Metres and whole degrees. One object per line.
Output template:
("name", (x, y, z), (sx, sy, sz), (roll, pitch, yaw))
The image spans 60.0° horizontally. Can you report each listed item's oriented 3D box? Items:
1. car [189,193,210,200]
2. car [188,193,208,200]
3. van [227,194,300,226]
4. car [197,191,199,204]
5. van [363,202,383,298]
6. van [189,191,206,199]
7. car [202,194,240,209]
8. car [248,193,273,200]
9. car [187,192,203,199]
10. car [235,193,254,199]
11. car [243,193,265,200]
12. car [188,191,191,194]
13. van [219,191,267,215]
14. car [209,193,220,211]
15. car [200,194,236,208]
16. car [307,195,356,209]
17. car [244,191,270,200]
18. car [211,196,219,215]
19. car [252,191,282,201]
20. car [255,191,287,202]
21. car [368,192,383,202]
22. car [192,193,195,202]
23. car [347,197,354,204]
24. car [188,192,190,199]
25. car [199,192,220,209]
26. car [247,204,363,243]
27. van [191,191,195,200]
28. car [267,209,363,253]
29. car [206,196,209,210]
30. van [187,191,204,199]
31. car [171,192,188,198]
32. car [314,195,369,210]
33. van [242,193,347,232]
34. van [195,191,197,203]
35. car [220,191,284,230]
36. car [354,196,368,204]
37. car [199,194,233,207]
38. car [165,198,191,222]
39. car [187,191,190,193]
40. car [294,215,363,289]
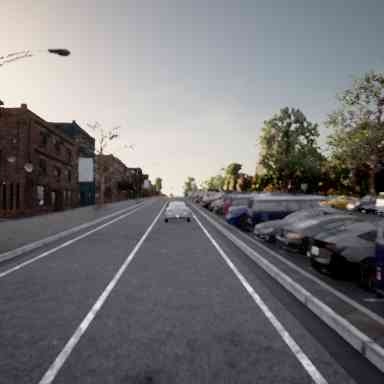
("car", (1.739, 1.130, 78.391), (4.892, 1.521, 2.231), (-1, 0, -3))
("car", (1.449, 1.118, 83.994), (5.008, 1.535, 2.097), (-1, 0, -3))
("van", (4.756, 1.175, 22.413), (4.442, 1.987, 1.878), (-1, 0, -3))
("car", (3.741, 1.064, 39.202), (5.566, 2.045, 2.435), (-1, 0, -3))
("van", (5.625, 1.221, 5.610), (4.442, 1.987, 1.878), (-1, 0, -3))
("van", (1.423, 0.886, 86.800), (4.442, 1.987, 1.878), (-1, 0, -3))
("car", (3.595, 1.175, 42.002), (4.553, 1.767, 2.185), (-1, 0, -3))
("car", (15.080, 1.002, 73.660), (5.008, 1.535, 2.097), (-1, 0, -3))
("car", (0.846, 0.971, 95.192), (4.553, 1.767, 2.185), (-1, 0, -3))
("car", (14.221, 1.003, 90.349), (4.674, 1.452, 2.002), (-1, 0, -3))
("car", (14.826, 1.014, 79.224), (4.792, 1.488, 2.163), (-1, 0, -3))
("car", (2.173, 1.157, 69.996), (5.008, 1.535, 2.097), (-1, 0, -3))
("van", (4.611, 1.160, 25.212), (4.442, 1.987, 1.878), (-1, 0, -3))
("car", (4.237, 1.233, 30.808), (4.553, 1.767, 2.185), (-1, 0, -3))
("car", (3.450, 1.161, 44.802), (4.553, 1.767, 2.185), (-1, 0, -3))
("car", (16.820, 1.170, 40.252), (4.892, 1.521, 2.231), (-1, 0, -3))
("car", (14.910, 0.741, 76.441), (5.566, 2.045, 2.435), (-1, 0, -3))
("car", (4.346, 1.374, 28.007), (4.892, 1.521, 2.231), (-1, 0, -3))
("car", (15.341, 0.774, 68.096), (5.566, 2.045, 2.435), (-1, 0, -3))
("car", (15.479, 0.787, 65.438), (5.566, 2.045, 2.435), (-1, 0, -3))
("car", (17.558, 0.989, 26.391), (5.566, 2.045, 2.435), (-1, 0, -3))
("car", (3.042, 1.242, 53.202), (5.008, 1.535, 2.097), (-1, 0, -3))
("car", (17.275, 1.086, 31.937), (4.553, 1.767, 2.185), (-1, 0, -3))
("car", (2.508, 1.165, 67.210), (5.366, 1.575, 1.946), (-1, 0, -3))
("car", (3.886, 1.078, 36.403), (5.566, 2.045, 2.435), (-1, 0, -3))
("car", (5.083, 1.440, 14.007), (4.892, 1.521, 2.231), (-1, 0, -3))
("van", (2.494, 0.974, 61.594), (4.442, 1.987, 1.878), (-1, 0, -3))
("car", (5.219, 1.486, 11.207), (4.674, 1.452, 2.002), (-1, 0, -3))
("car", (4.060, 1.384, 33.606), (4.674, 1.452, 2.002), (-1, 0, -3))
("van", (0.904, 0.877, 92.387), (4.442, 1.987, 1.878), (-1, 0, -3))
("car", (-1.850, 1.246, 39.953), (2.097, 1.767, 4.553), (-1, 0, -3))
("car", (16.773, 1.182, 37.469), (5.366, 1.575, 1.946), (-1, 0, -3))
("van", (5.046, 1.204, 16.816), (4.442, 1.987, 1.878), (-1, 0, -3))
("van", (3.074, 1.032, 50.396), (4.442, 1.987, 1.878), (-1, 0, -3))
("car", (4.756, 1.166, 19.605), (5.566, 2.045, 2.435), (-1, 0, -3))
("car", (17.360, 1.256, 29.161), (4.792, 1.488, 2.163), (-1, 0, -3))
("car", (3.367, 1.145, 47.605), (4.553, 1.767, 2.185), (-1, 0, -3))
("car", (-1.148, 1.481, 26.108), (1.812, 1.442, 4.674), (-1, 0, -3))
("car", (1.860, 1.167, 75.595), (4.792, 1.488, 2.163), (-1, 0, -3))
("car", (5.396, 1.480, 8.405), (4.792, 1.488, 2.163), (-1, 0, -3))
